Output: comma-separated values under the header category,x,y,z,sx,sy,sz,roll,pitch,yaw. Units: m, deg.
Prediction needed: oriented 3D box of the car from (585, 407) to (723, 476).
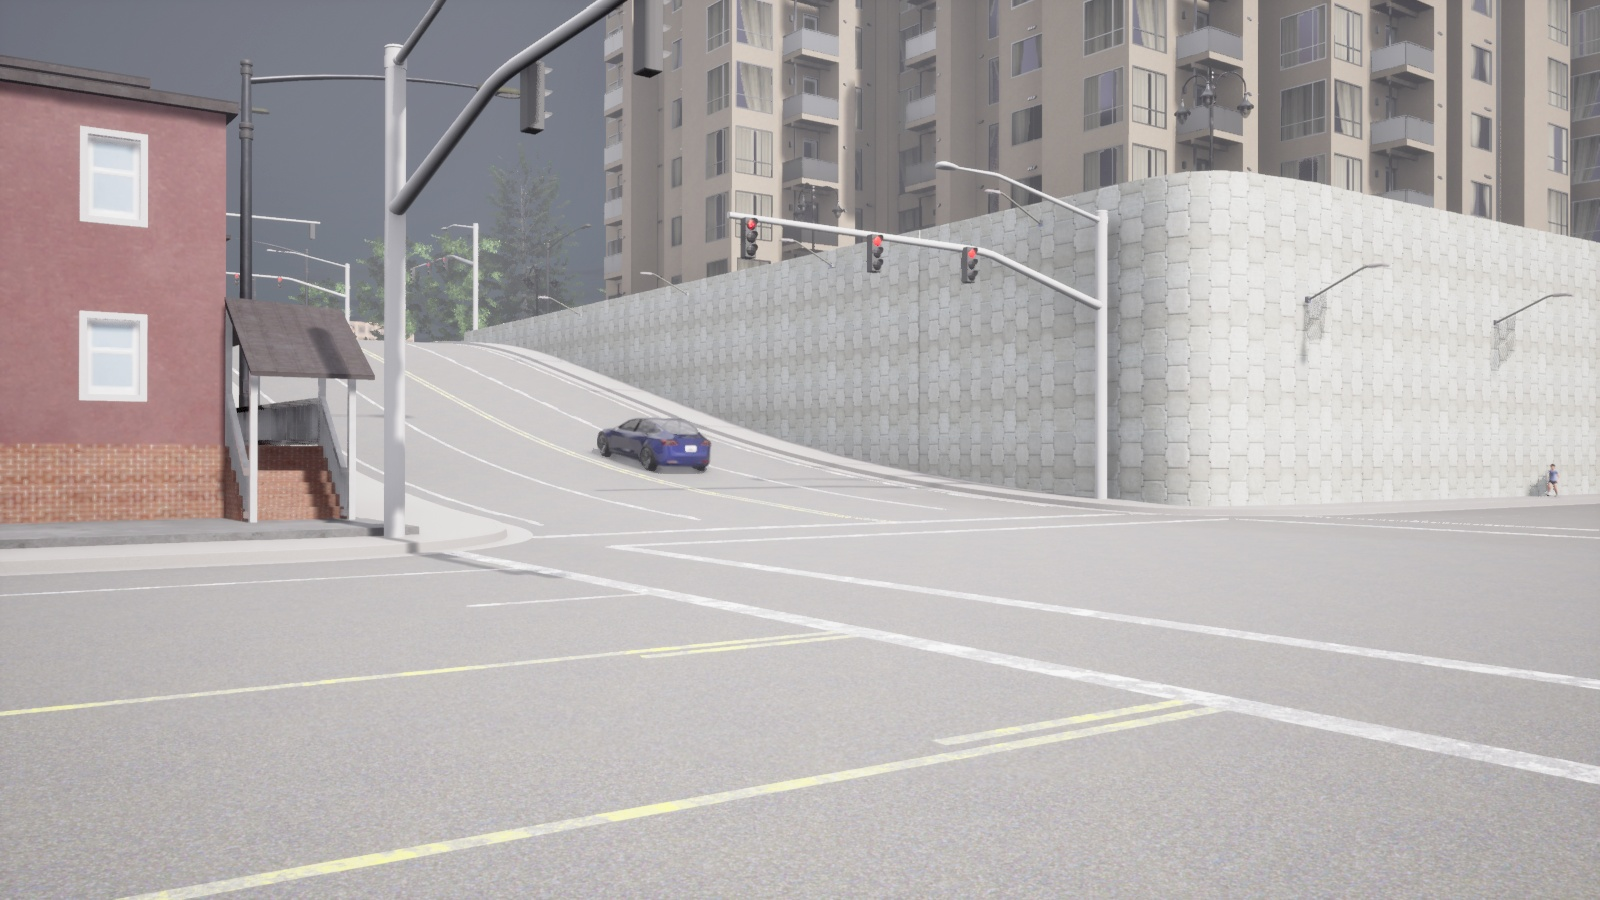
category,x,y,z,sx,sy,sz,roll,pitch,yaw
car,-4.612,-0.309,38.957,2.163,1.488,4.792,0,8,-35

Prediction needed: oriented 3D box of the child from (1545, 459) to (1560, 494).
category,x,y,z,sx,sy,sz,roll,pitch,yaw
child,23.840,0.827,39.769,0.394,1.110,0.255,0,0,-32
